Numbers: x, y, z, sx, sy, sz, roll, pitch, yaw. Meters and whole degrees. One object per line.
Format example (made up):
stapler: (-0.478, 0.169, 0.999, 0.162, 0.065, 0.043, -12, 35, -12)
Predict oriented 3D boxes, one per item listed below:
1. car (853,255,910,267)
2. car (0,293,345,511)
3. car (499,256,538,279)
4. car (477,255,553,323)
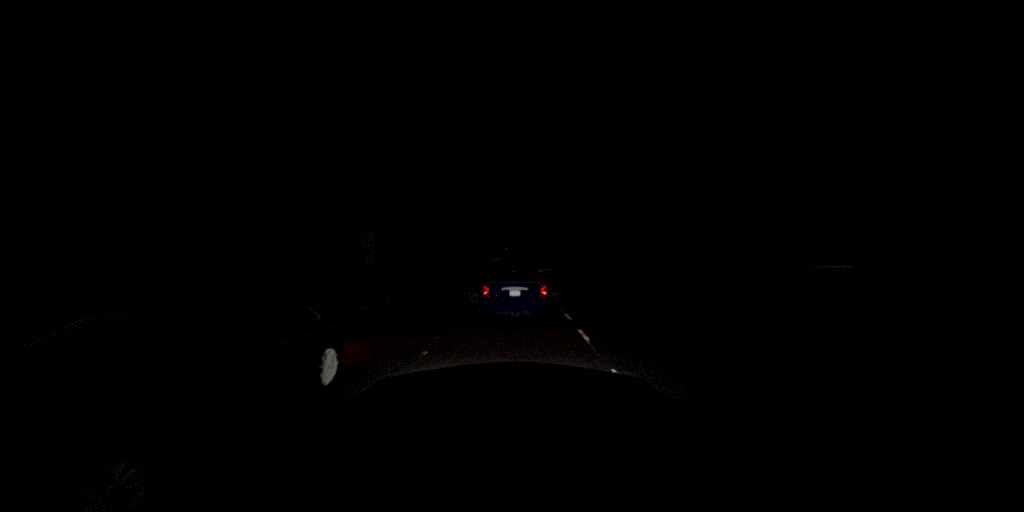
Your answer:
car: (40.883, 0.516, 39.757, 4.718, 1.301, 1.895, 0, 0, 0)
car: (-3.599, 1.240, 3.872, 1.837, 1.490, 4.892, 0, 0, 0)
car: (0.646, 0.819, 28.006, 2.128, 1.511, 4.902, 0, 1, 12)
car: (0.082, 0.983, 11.741, 2.097, 1.767, 4.553, 0, 1, 0)
